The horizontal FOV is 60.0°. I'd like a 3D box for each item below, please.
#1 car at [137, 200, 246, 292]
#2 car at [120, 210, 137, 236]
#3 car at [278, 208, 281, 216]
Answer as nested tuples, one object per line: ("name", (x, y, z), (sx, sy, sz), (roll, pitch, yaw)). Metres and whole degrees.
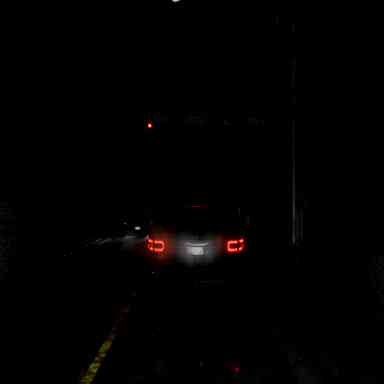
("car", (0.079, 1.222, 9.066), (2.150, 2.045, 5.566), (0, 0, 0))
("car", (-2.391, 1.564, 18.084), (1.994, 1.385, 4.181), (0, 0, 8))
("car", (9.674, 1.463, 27.800), (5.008, 1.535, 1.882), (0, 0, -10))
